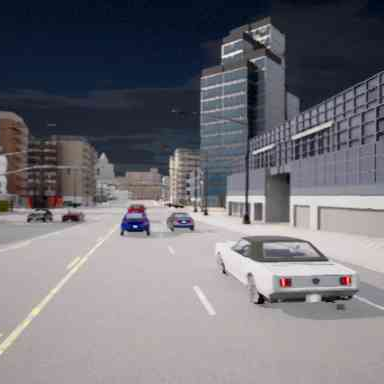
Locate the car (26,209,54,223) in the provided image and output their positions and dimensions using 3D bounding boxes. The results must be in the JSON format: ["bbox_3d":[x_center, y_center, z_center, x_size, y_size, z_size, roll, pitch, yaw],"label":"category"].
[{"bbox_3d":[-16.872,2.639,37.212,1.812,1.442,4.674,1,-2,-9],"label":"car"}]

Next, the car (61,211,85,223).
[{"bbox_3d":[-13.411,2.778,37.725,1.895,1.301,4.718,1,-2,-9],"label":"car"}]

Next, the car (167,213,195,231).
[{"bbox_3d":[-0.992,2.375,27.079,2.033,1.411,5.357,1,-2,-9],"label":"car"}]

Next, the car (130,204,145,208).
[{"bbox_3d":[-6.468,2.459,39.311,2.150,2.045,5.566,1,-2,-9],"label":"car"}]

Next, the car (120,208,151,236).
[{"bbox_3d":[-3.889,2.110,23.008,1.882,1.535,5.008,1,-3,-9],"label":"car"}]

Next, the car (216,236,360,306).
[{"bbox_3d":[1.955,1.765,8.474,1.895,1.301,4.718,1,-1,-9],"label":"car"}]
